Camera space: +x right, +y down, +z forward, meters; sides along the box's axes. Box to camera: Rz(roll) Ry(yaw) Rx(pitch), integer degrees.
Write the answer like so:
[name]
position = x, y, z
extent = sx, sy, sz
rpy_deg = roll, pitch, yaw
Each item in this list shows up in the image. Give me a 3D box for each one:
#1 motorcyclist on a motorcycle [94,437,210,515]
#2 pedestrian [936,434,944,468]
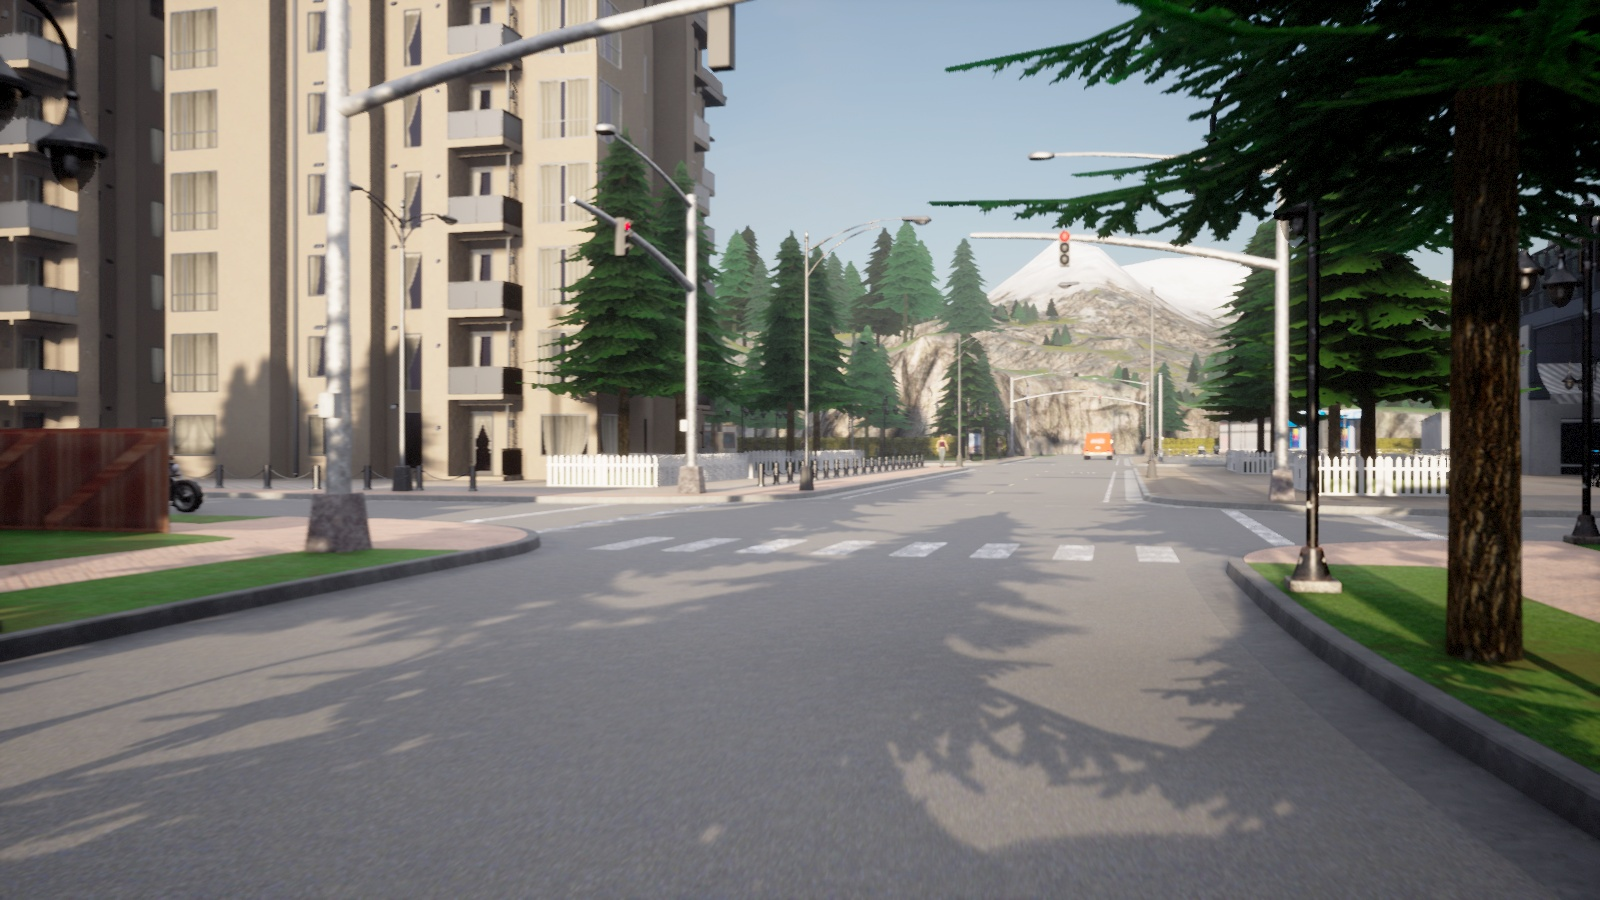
[motorcyclist on a motorcycle]
position = -14.074, 0.539, 27.279
extent = 2.350, 1.649, 0.766
rpy_deg = 0, 0, 16
[pedestrian]
position = 7.686, 0.060, 68.806
extent = 0.345, 1.836, 0.594
rpy_deg = 0, 0, -2
